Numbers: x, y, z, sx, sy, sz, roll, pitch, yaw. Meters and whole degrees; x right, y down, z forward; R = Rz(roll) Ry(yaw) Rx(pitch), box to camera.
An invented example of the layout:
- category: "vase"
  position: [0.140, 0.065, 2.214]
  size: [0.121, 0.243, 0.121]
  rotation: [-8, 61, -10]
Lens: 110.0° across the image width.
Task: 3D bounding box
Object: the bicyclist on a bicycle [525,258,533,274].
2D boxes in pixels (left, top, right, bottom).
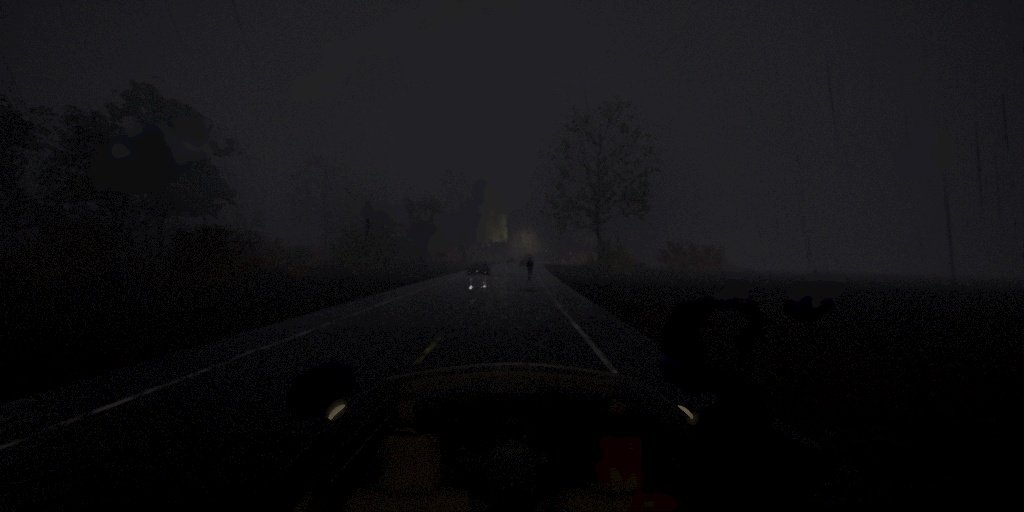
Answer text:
- category: "bicyclist on a bicycle"
  position: [1.736, 1.000, 36.928]
  size: [0.866, 1.612, 1.509]
  rotation: [0, 0, 2]

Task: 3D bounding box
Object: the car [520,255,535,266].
- category: "car"
  position: [2.400, 0.992, 63.402]
  size: [2.128, 1.511, 4.902]
  rotation: [0, 0, 5]

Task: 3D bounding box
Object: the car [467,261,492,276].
- category: "car"
  position: [-2.954, 1.126, 33.285]
  size: [1.994, 1.385, 4.181]
  rotation: [0, 0, 2]

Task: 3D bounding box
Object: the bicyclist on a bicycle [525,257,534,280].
- category: "bicyclist on a bicycle"
  position: [1.360, 0.973, 27.164]
  size: [0.659, 1.776, 1.843]
  rotation: [0, 0, 2]
